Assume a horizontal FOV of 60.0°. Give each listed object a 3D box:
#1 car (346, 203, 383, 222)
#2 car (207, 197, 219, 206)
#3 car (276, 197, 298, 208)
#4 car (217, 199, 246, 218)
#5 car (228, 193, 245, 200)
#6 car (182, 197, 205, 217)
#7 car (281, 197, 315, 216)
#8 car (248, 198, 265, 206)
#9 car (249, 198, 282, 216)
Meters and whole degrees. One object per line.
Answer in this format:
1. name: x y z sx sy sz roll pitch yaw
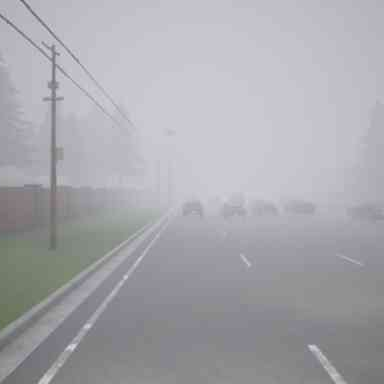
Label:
1. car: 14.111 1.549 25.940 2.033 1.411 5.357 0 0 0
2. car: 3.611 1.510 53.531 1.837 1.490 4.892 0 0 0
3. car: 14.097 1.511 49.735 1.837 1.490 4.892 0 0 0
4. car: 3.615 1.604 30.182 1.895 1.301 4.718 0 0 0
5. car: 7.113 1.220 53.106 2.150 2.045 5.566 0 -1 0
6. car: 0.113 1.509 31.495 1.837 1.490 4.892 0 0 0
7. car: 10.615 1.481 33.111 1.882 1.535 5.008 0 0 0
8. car: 10.615 1.606 54.791 1.895 1.301 4.718 0 0 0
9. car: 7.101 1.529 32.688 1.812 1.442 4.674 0 0 0
